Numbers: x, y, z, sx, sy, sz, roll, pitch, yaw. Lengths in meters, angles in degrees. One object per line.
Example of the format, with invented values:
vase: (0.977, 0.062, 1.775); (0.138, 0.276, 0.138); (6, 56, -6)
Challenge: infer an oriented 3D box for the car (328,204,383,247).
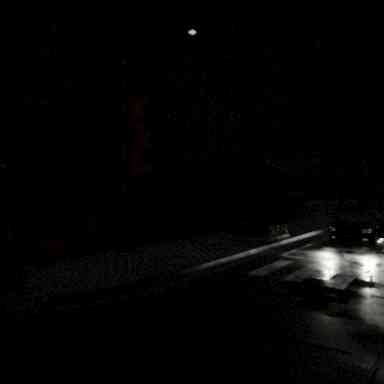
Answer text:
car: (7.961, 1.554, 15.807); (1.882, 1.535, 5.008); (0, 0, 37)

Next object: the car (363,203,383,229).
car: (13.681, 1.616, 23.342); (2.128, 1.511, 4.902); (0, -1, 37)
